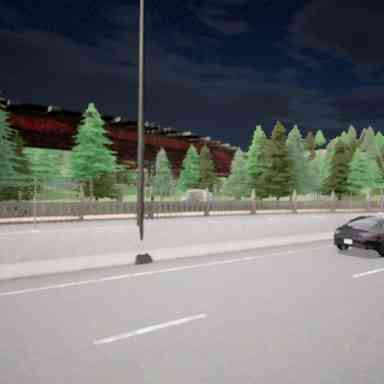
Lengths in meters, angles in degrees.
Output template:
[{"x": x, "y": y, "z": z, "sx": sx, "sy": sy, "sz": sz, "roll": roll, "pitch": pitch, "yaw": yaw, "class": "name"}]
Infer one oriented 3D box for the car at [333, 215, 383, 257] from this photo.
[{"x": 7.664, "y": 1.681, "z": 13.584, "sx": 4.674, "sy": 1.442, "sz": 1.812, "roll": 0, "pitch": 0, "yaw": -34, "class": "car"}]
